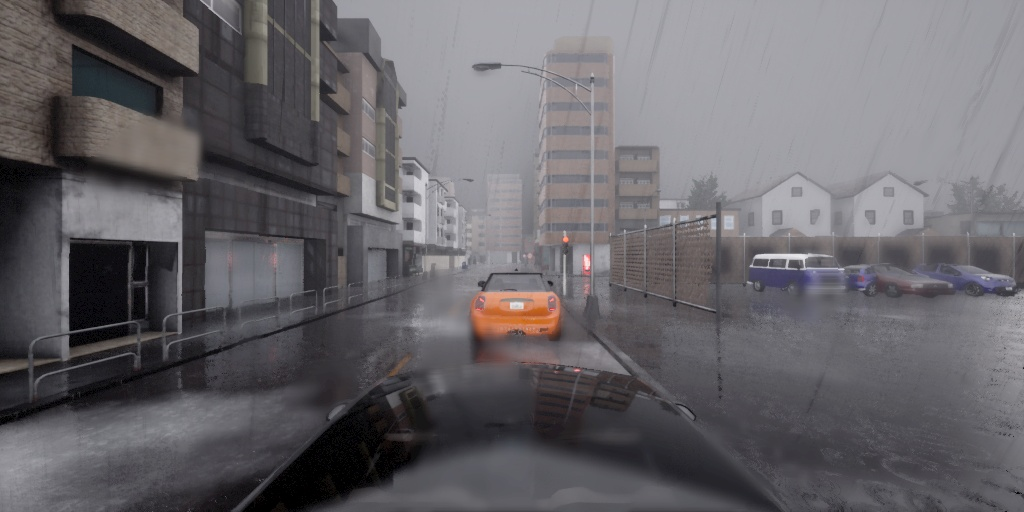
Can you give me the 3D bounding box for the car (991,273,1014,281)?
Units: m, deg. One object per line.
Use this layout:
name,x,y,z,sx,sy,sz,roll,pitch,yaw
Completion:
car,47.159,1.351,32.443,4.718,1.301,1.895,0,0,-1

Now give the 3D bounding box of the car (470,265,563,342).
car,0.102,1.102,9.926,2.097,1.767,4.553,0,0,0
